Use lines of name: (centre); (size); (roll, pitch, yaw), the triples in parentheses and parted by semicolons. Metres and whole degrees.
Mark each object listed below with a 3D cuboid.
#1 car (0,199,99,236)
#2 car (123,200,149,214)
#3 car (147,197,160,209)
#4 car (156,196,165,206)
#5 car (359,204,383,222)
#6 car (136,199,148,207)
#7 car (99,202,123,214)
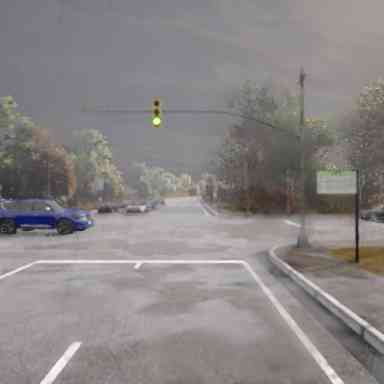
car: (-8.702, 1.435, 19.497); (5.566, 2.045, 2.150); (0, -1, 3)
car: (-7.044, 2.037, 42.166); (1.895, 1.301, 4.718); (0, -1, 0)
car: (-7.013, 2.058, 54.937); (2.128, 1.511, 4.902); (0, 0, 0)
car: (-6.907, 1.946, 70.219); (2.150, 2.045, 5.566); (0, -1, 0)
car: (16.718, 1.803, 28.638); (4.892, 1.490, 1.837); (0, -1, 3)
car: (-10.408, 2.268, 69.436); (1.994, 1.385, 4.181); (0, -1, 0)
car: (-10.543, 2.037, 42.175); (1.895, 1.301, 4.718); (0, -1, 0)
